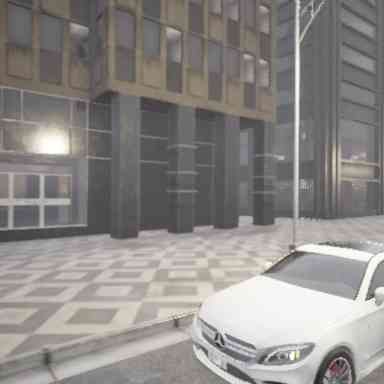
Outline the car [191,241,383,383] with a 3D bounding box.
[{"bbox_3d":[2.172,1.512,4.886,4.674,1.442,1.812,0,0,-35],"label":"car"}]
